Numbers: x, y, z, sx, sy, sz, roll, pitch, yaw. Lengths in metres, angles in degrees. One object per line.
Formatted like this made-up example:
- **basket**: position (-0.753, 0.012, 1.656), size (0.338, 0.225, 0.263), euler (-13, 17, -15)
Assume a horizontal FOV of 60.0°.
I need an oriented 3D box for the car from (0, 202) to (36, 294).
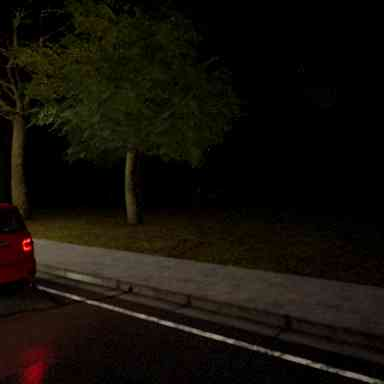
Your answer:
- **car**: position (-5.827, 1.225, 7.514), size (5.566, 2.045, 2.150), euler (0, 0, 34)
